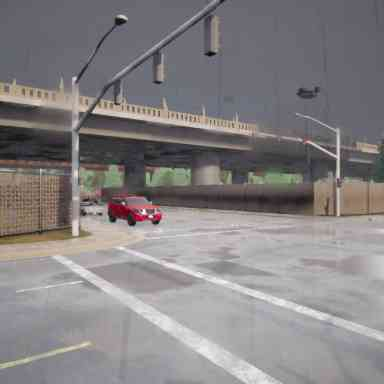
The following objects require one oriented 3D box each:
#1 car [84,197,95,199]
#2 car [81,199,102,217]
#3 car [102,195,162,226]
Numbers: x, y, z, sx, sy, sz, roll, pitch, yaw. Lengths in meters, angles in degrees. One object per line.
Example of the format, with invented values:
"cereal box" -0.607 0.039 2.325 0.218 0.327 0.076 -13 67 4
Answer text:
"car" -19.783 1.619 64.272 1.994 1.385 4.181 0 0 -36
"car" -10.299 1.656 32.673 1.895 1.301 4.718 0 0 -36
"car" -4.341 1.278 24.363 2.150 2.045 5.566 0 0 -36
